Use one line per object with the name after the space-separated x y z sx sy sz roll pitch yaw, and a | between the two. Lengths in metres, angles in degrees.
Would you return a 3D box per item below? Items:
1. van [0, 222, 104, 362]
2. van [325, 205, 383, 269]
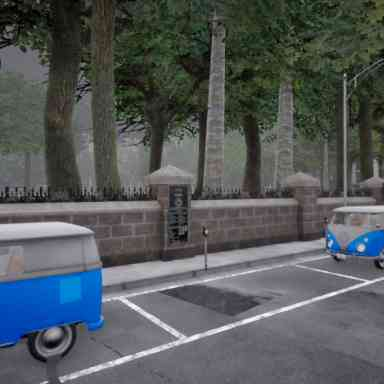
-3.178 1.341 4.267 3.998 1.788 1.690 0 0 -36 | van
6.028 1.336 10.849 3.998 1.788 1.690 0 0 -36 | van
